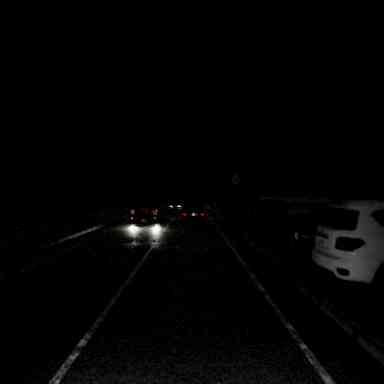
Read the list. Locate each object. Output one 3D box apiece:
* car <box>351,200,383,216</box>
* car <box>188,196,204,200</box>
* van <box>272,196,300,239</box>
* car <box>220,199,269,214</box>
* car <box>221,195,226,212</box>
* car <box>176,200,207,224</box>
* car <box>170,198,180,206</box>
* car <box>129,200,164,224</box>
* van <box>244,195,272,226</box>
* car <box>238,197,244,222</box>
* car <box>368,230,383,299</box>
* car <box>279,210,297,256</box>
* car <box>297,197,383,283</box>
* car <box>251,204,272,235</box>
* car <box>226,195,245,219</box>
[{"bbox_3d":[18.678,1.534,32.803,5.008,1.535,2.097,0,0,0],"label":"car"},{"bbox_3d":[0.097,1.649,42.848,2.128,1.511,4.902,0,-1,0],"label":"car"},{"bbox_3d":[5.717,1.255,13.194,4.442,1.987,1.878,0,0,0],"label":"van"},{"bbox_3d":[5.589,1.555,35.615,4.892,1.521,2.231,0,0,0],"label":"car"},{"bbox_3d":[5.622,1.284,32.816,5.566,2.045,2.435,0,0,0],"label":"car"},{"bbox_3d":[0.098,1.580,24.985,2.033,1.411,5.357,0,0,0],"label":"car"},{"bbox_3d":[-3.272,1.939,65.480,1.812,1.442,4.674,0,-1,1],"label":"car"},{"bbox_3d":[-3.350,1.385,25.156,2.097,1.767,4.553,0,0,0],"label":"car"},{"bbox_3d":[5.479,1.263,18.800,4.442,1.987,1.878,0,0,0],"label":"van"},{"bbox_3d":[5.562,1.367,21.604,4.553,1.767,2.185,0,0,0],"label":"car"},{"bbox_3d":[5.608,1.471,4.779,4.892,1.521,2.231,0,0,0],"label":"car"},{"bbox_3d":[5.599,1.477,10.390,5.008,1.535,2.097,0,0,0],"label":"car"},{"bbox_3d":[5.637,1.222,7.586,5.566,2.045,2.435,0,0,0],"label":"car"},{"bbox_3d":[5.592,1.486,15.996,4.892,1.521,2.231,0,0,0],"label":"car"},{"bbox_3d":[5.621,1.248,24.405,5.566,2.045,2.435,0,0,0],"label":"car"}]
